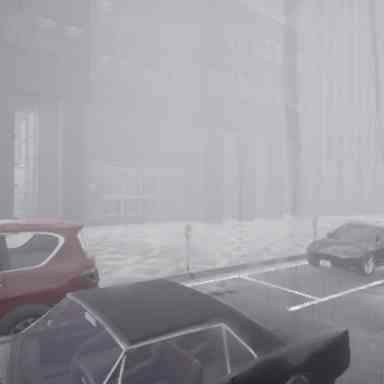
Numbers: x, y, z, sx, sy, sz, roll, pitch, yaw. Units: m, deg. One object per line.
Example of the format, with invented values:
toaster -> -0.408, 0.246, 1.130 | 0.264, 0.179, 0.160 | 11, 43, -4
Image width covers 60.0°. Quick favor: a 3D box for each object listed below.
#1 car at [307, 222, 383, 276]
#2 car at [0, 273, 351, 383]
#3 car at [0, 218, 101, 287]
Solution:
car -> 5.512, 1.644, 10.591 | 4.313, 1.339, 1.947 | 1, 0, -36
car -> -0.738, 1.608, 2.854 | 4.718, 1.301, 1.895 | 1, 0, -36
car -> -3.614, 1.310, 4.069 | 5.009, 1.841, 2.192 | 1, 0, -36
